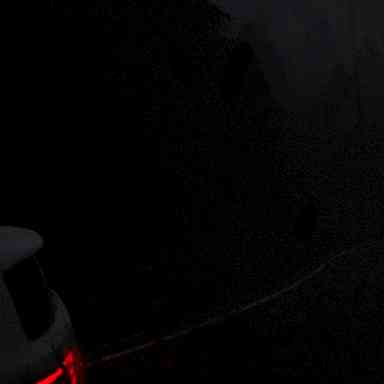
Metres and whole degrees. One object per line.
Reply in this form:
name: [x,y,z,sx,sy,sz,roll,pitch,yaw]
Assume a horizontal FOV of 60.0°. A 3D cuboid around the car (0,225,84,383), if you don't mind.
car: [-3.281,1.227,1.241,5.566,2.045,2.150,1,0,-33]
